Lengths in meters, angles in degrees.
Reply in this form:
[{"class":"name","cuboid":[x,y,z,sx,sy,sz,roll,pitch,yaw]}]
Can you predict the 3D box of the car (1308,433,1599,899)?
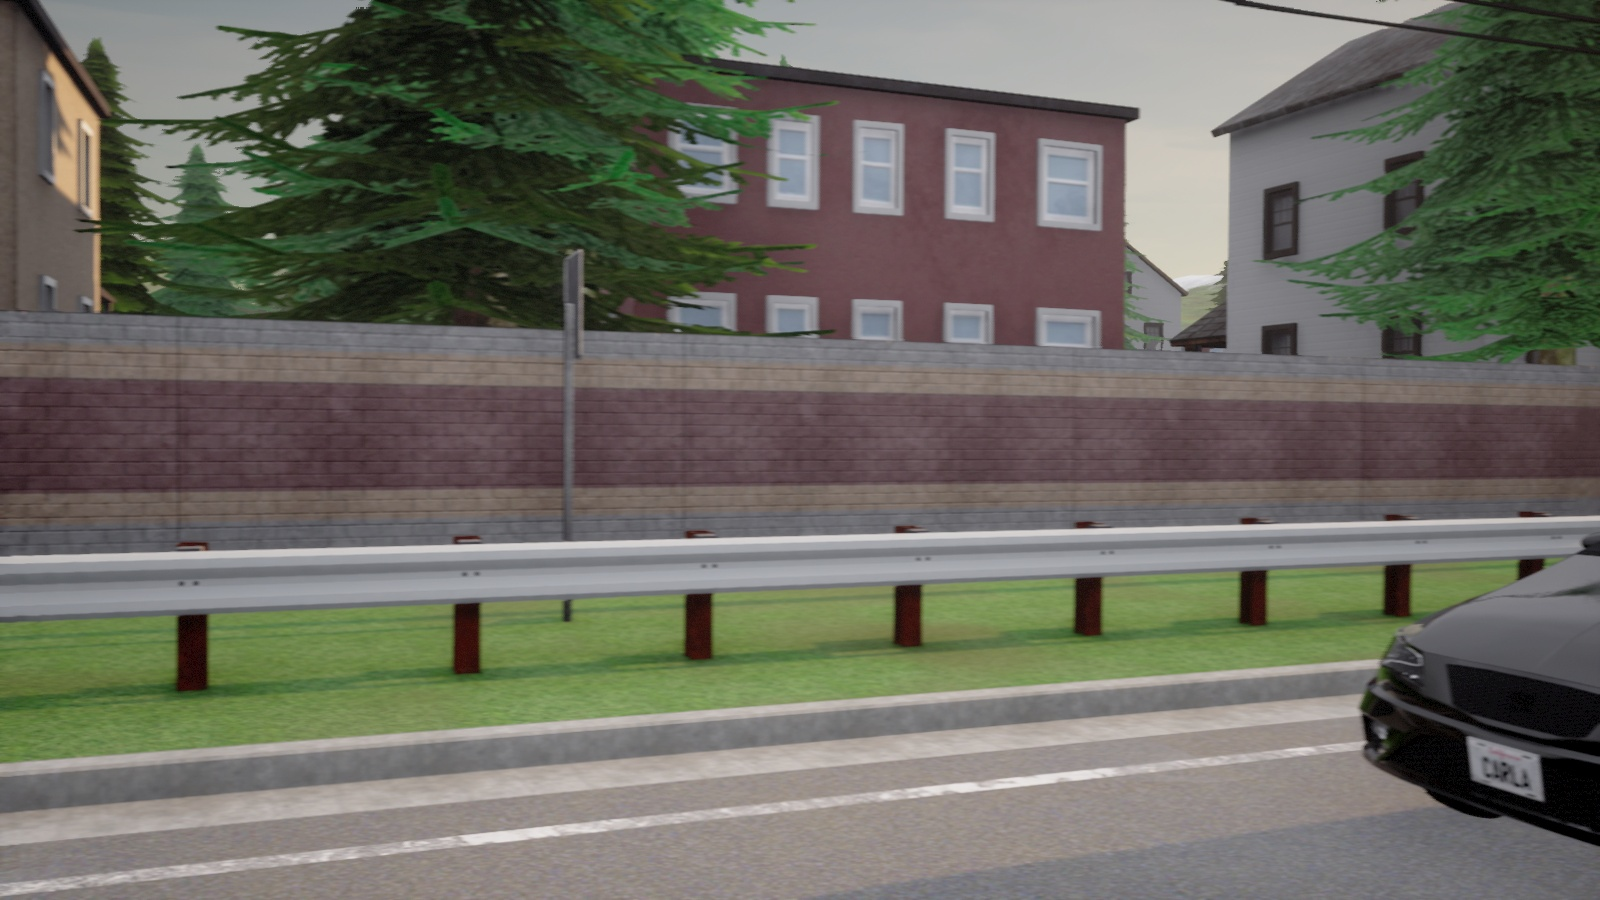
[{"class":"car","cuboid":[4.302,0.663,4.872,4.193,1.474,1.816,-1,1,-21]}]
